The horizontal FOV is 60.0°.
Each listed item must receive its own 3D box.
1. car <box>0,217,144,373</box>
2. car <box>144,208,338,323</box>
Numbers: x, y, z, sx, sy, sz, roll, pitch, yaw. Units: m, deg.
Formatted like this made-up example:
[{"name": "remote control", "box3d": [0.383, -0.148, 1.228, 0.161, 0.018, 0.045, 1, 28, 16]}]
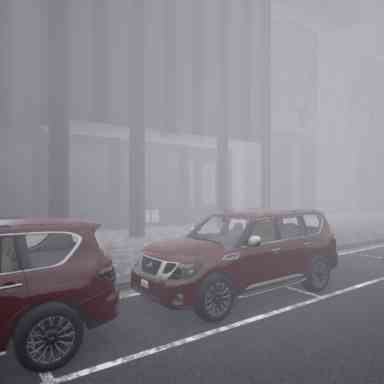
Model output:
[{"name": "car", "box3d": [-3.388, 1.315, 4.114, 5.009, 1.841, 2.192, 0, 0, -35]}, {"name": "car", "box3d": [1.204, 1.314, 7.389, 5.009, 1.841, 2.192, 0, 0, -35]}]
